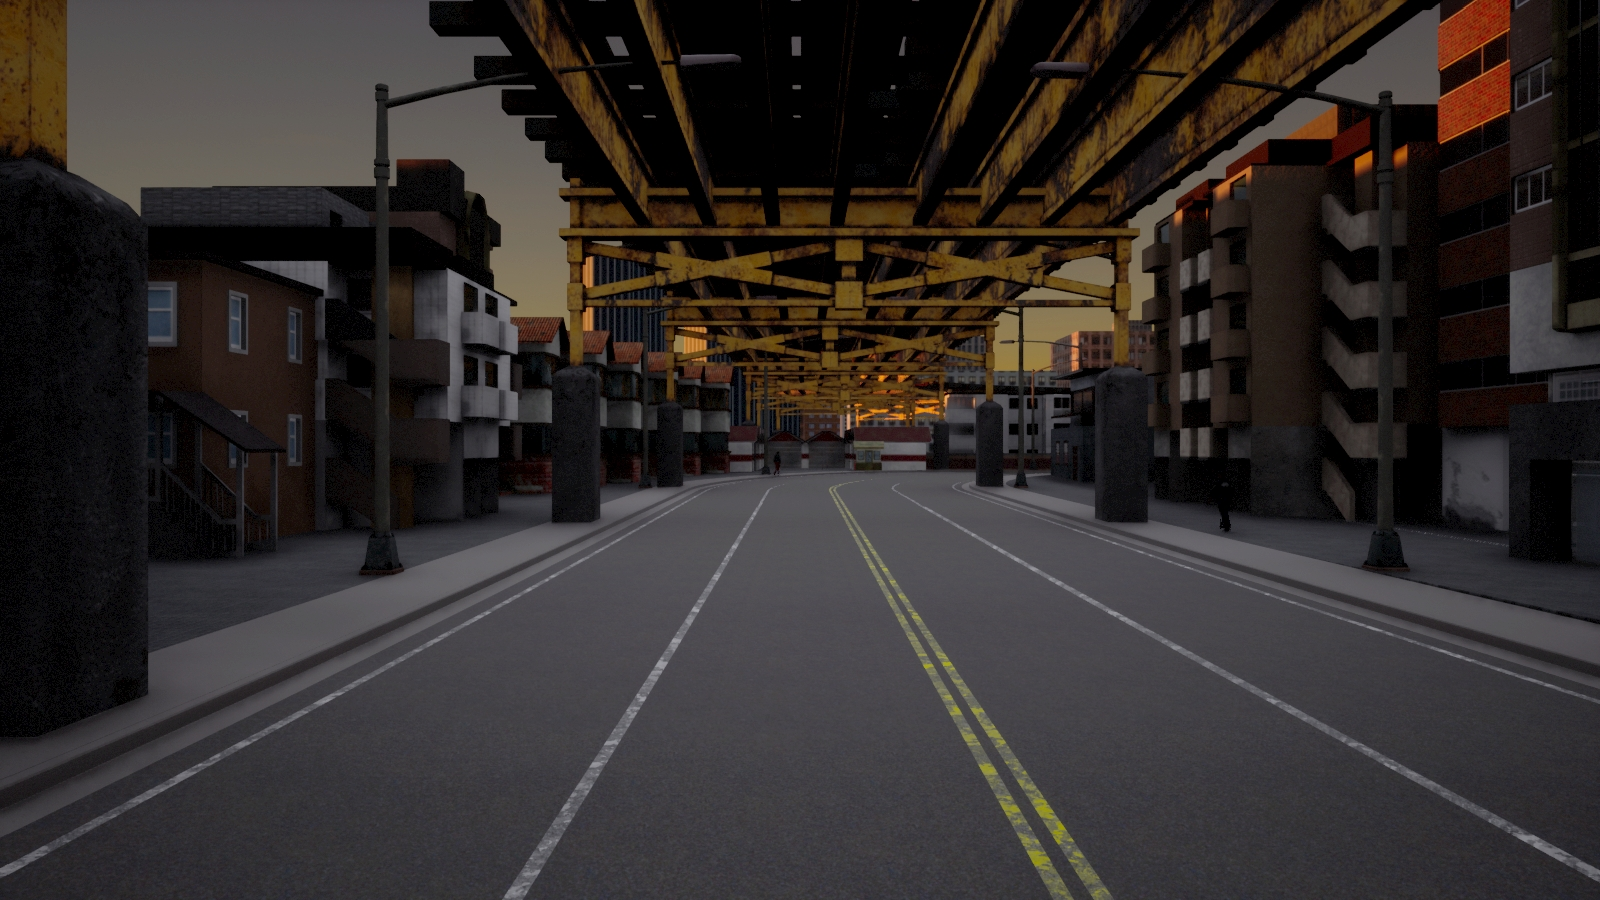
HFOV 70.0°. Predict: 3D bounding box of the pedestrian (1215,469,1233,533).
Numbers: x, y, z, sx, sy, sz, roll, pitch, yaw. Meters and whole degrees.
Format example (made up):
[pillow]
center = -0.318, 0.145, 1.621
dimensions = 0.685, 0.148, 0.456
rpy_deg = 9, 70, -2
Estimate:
[pedestrian]
center = 12.531, 1.505, 33.804
dimensions = 0.375, 1.860, 0.375
rpy_deg = 0, 0, -6
